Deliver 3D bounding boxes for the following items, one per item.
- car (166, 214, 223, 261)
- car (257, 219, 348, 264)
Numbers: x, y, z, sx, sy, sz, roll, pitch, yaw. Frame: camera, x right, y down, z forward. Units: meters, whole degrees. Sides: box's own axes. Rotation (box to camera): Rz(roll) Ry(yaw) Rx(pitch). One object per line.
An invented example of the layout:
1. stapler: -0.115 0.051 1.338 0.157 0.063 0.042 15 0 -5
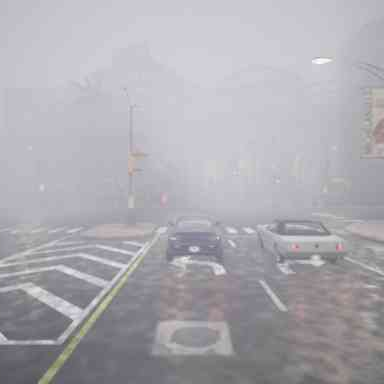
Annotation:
1. car: 0.083 1.526 12.167 1.812 1.442 4.674 0 0 0
2. car: 3.586 1.601 11.819 1.895 1.301 4.718 0 0 0
